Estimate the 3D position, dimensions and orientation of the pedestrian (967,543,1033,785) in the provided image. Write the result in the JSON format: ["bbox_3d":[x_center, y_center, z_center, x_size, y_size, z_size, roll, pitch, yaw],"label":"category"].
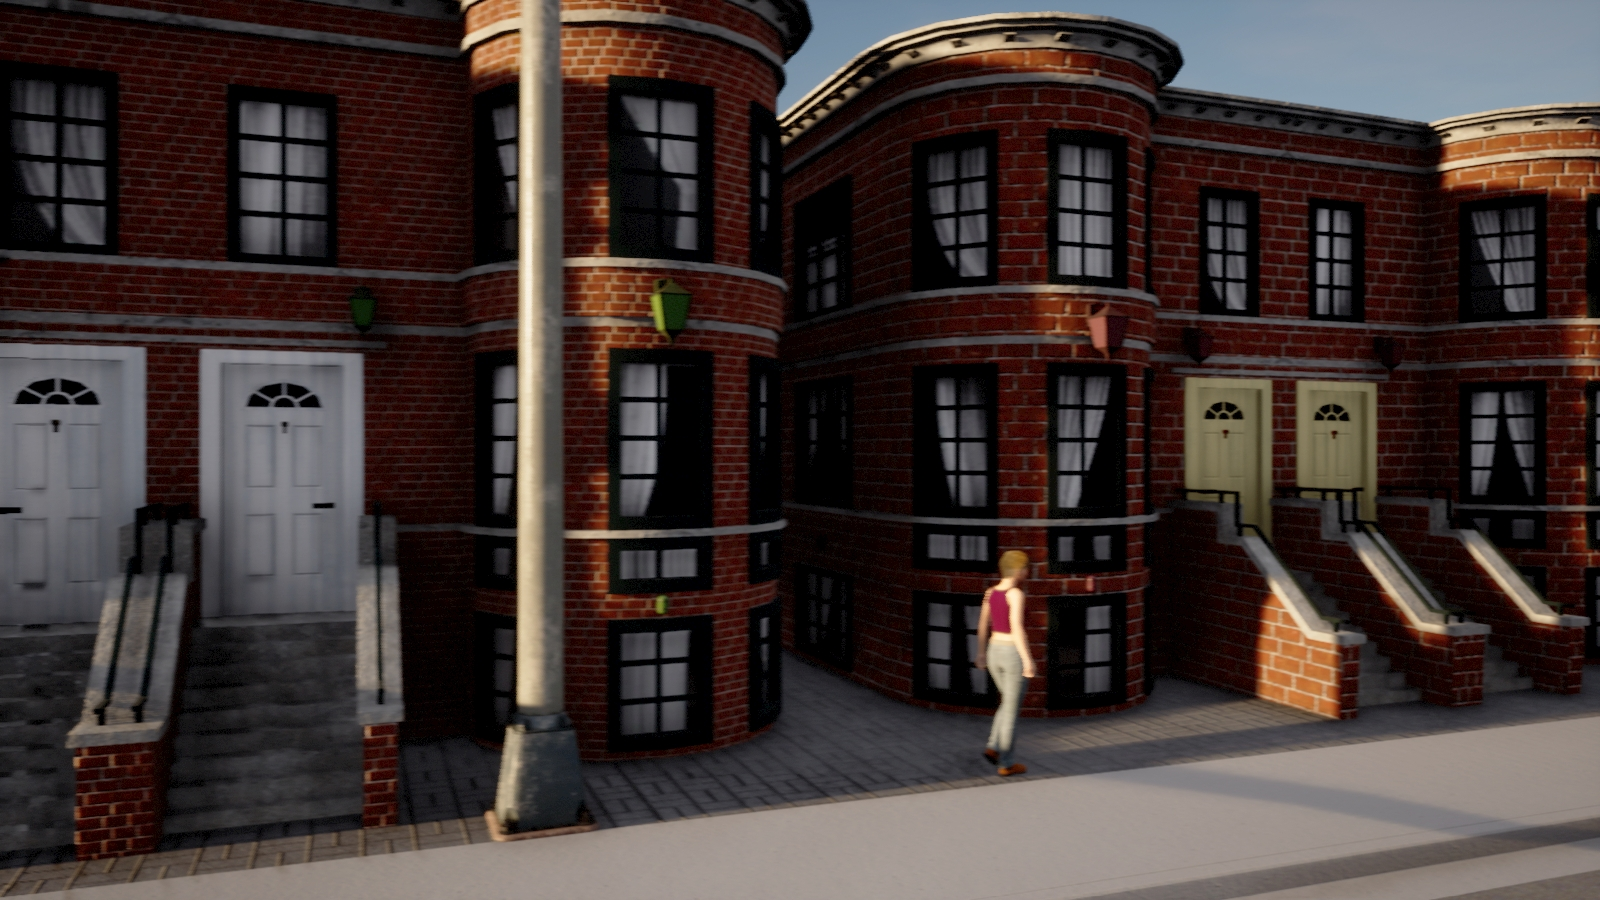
[{"bbox_3d":[1.619,1.704,9.246,0.375,1.860,0.375,0,0,-29],"label":"pedestrian"}]
